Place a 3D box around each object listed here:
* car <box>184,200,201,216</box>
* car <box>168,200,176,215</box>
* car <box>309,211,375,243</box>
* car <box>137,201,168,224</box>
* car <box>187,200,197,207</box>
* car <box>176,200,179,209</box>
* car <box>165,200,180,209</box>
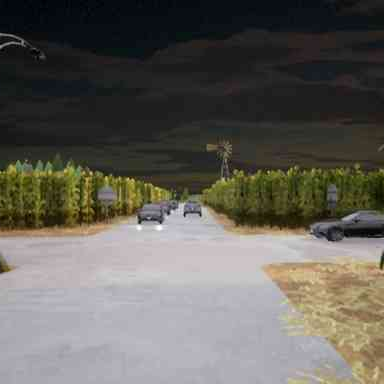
[{"bbox_3d":[0.051,1.760,35.800,2.033,1.411,5.357,0,0,0],"label":"car"},{"bbox_3d":[-3.246,1.705,36.235,2.128,1.511,4.902,0,0,0],"label":"car"},{"bbox_3d":[8.124,1.632,16.112,4.674,1.442,1.812,0,-1,0],"label":"car"},{"bbox_3d":[-3.191,1.677,26.599,1.837,1.490,4.892,0,-1,-1],"label":"car"},{"bbox_3d":[0.005,2.373,69.138,2.033,1.411,5.357,0,-1,0],"label":"car"},{"bbox_3d":[-3.254,1.862,45.745,1.994,1.385,4.181,0,-1,0],"label":"car"},{"bbox_3d":[-3.237,2.066,56.276,2.128,1.511,4.902,0,-1,1],"label":"car"}]
